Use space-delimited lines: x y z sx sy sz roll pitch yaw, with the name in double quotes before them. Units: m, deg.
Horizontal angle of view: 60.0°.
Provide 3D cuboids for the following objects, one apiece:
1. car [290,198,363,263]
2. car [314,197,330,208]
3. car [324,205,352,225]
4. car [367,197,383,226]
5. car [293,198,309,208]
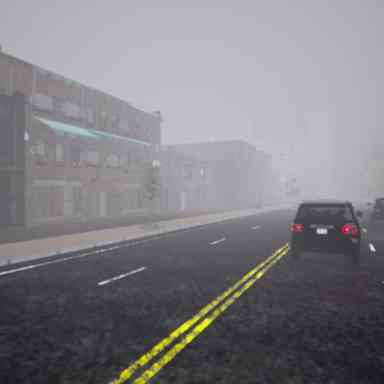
"car" 5.169 1.313 12.669 2.150 2.045 5.566 0 0 26
"car" 21.637 1.741 55.380 2.097 1.767 4.553 0 0 26
"car" 11.825 1.790 26.752 1.895 1.301 4.718 0 0 26
"car" 14.542 1.401 24.911 2.150 2.045 5.566 0 0 26
"car" 18.645 1.873 56.652 1.882 1.535 5.008 0 0 26
